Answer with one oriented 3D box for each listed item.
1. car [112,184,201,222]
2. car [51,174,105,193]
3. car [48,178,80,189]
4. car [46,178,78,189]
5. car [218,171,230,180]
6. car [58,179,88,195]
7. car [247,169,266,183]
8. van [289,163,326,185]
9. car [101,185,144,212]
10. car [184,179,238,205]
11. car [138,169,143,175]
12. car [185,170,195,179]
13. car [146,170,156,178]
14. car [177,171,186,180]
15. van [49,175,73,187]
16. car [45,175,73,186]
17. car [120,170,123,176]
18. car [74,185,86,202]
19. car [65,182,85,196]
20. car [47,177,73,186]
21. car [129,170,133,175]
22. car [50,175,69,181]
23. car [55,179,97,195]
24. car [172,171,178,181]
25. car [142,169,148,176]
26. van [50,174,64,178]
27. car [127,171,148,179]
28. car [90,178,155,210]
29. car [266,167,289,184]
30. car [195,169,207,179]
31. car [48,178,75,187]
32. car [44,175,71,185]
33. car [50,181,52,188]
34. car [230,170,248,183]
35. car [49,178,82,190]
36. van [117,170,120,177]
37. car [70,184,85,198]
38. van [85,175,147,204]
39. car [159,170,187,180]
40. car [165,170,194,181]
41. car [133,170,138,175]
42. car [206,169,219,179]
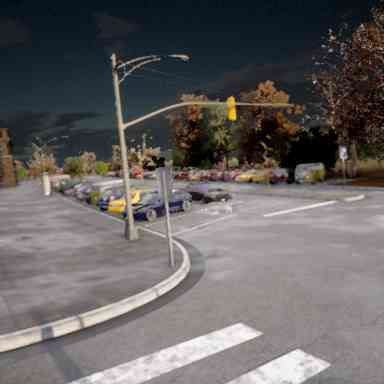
[{"bbox_3d":[-1.972,0.706,20.074,2.163,1.488,4.792,0,8,40],"label":"car"},{"bbox_3d":[-14.860,-0.801,43.935,2.435,2.045,5.566,0,8,43],"label":"car"},{"bbox_3d":[-24.132,-1.593,62.908,2.097,1.535,5.008,0,8,45],"label":"car"},{"bbox_3d":[-25.517,-1.728,65.508,1.946,1.575,5.366,1,8,45],"label":"car"},{"bbox_3d":[5.996,-2.099,43.365,2.002,1.452,4.674,0,6,42],"label":"car"},{"bbox_3d":[-13.456,-0.367,41.258,2.002,1.452,4.674,0,8,42],"label":"car"},{"bbox_3d":[8.969,-1.898,38.317,1.946,1.575,5.366,0,6,41],"label":"car"},{"bbox_3d":[11.672,-1.830,32.919,1.878,1.987,4.442,1,7,41],"label":"van"},{"bbox_3d":[-3.191,0.498,22.874,1.946,1.575,5.366,-1,7,40],"label":"car"},{"bbox_3d":[0.810,0.044,25.118,2.033,1.411,5.357,-8,6,-29],"label":"car"},{"bbox_3d":[-8.606,-3.731,72.450,4.892,1.521,2.231,-9,7,-44],"label":"car"},{"bbox_3d":[1.955,-2.573,51.336,1.946,1.575,5.366,0,7,43],"label":"car"},{"bbox_3d":[-6.084,-3.425,67.088,2.097,1.535,5.008,1,7,45],"label":"car"},{"bbox_3d":[0.491,-2.819,53.836,2.185,1.767,4.553,1,7,43],"label":"car"},{"bbox_3d":[-29.090,-2.464,73.909,4.442,1.987,1.878,-11,8,-44],"label":"van"},{"bbox_3d":[-31.675,-2.788,79.266,5.566,2.045,2.435,-11,8,-44],"label":"car"},{"bbox_3d":[-14.921,-4.499,85.817,5.366,1.575,1.946,-9,7,-44],"label":"car"},{"bbox_3d":[-7.762,0.141,30.617,2.231,1.521,4.892,-1,7,41],"label":"car"},{"bbox_3d":[-10.640,-0.090,35.925,2.002,1.452,4.674,-1,7,42],"label":"car"},{"bbox_3d":[-30.396,-2.384,76.580,5.008,1.535,2.097,-11,8,-44],"label":"car"},{"bbox_3d":[-11.088,-4.297,77.838,5.566,2.045,2.435,-9,7,-44],"label":"car"},{"bbox_3d":[-21.539,-1.413,57.456,2.185,1.767,4.553,1,8,44],"label":"car"},{"bbox_3d":[-16.230,-0.691,46.623,2.097,1.535,5.008,0,8,43],"label":"car"},{"bbox_3d":[-0.873,-2.834,56.461,2.097,1.535,5.008,1,7,44],"label":"car"},{"bbox_3d":[-7.375,-3.700,69.736,2.185,1.767,4.553,1,7,45],"label":"car"},{"bbox_3d":[-26.589,-2.147,68.437,4.442,1.987,1.878,-11,8,-44],"label":"van"},{"bbox_3d":[-13.536,-4.333,83.270,4.792,1.488,2.163,-9,7,-44],"label":"car"},{"bbox_3d":[-4.840,0.279,25.318,2.185,1.767,4.553,-1,7,40],"label":"car"},{"bbox_3d":[10.264,-1.867,35.563,2.185,1.767,4.553,0,6,41],"label":"car"},{"bbox_3d":[3.173,-2.532,48.546,2.185,1.767,4.553,0,7,43],"label":"car"},{"bbox_3d":[-27.917,-2.033,71.091,4.792,1.488,2.163,-11,8,-44],"label":"car"},{"bbox_3d":[-34.159,-3.106,84.728,5.566,2.045,2.435,-11,8,-44],"label":"car"},{"bbox_3d":[-18.913,-0.985,52.024,2.097,1.535,5.008,1,8,44],"label":"car"},{"bbox_3d":[7.296,-1.989,40.625,1.946,1.575,5.366,1,7,41],"label":"car"},{"bbox_3d":[-22.832,-1.439,60.188,2.231,1.521,4.892,1,8,45],"label":"car"},{"bbox_3d":[-17.352,-5.044,91.255,4.442,1.987,1.878,-9,7,-44],"label":"van"},{"bbox_3d":[-9.197,0.044,33.270,2.002,1.452,4.674,0,8,41],"label":"car"},{"bbox_3d":[-6.237,0.031,28.048,1.878,1.987,4.442,-1,7,41],"label":"van"},{"bbox_3d":[-3.479,-3.101,61.791,2.163,1.488,4.792,1,7,44],"label":"car"},{"bbox_3d":[-2.207,-2.946,59.084,2.163,1.488,4.792,1,7,44],"label":"car"},{"bbox_3d":[-9.976,-3.870,75.010,5.366,1.575,1.946,-9,7,-44],"label":"car"},{"bbox_3d":[4.591,-2.233,45.968,2.002,1.452,4.674,0,6,42],"label":"car"}]
